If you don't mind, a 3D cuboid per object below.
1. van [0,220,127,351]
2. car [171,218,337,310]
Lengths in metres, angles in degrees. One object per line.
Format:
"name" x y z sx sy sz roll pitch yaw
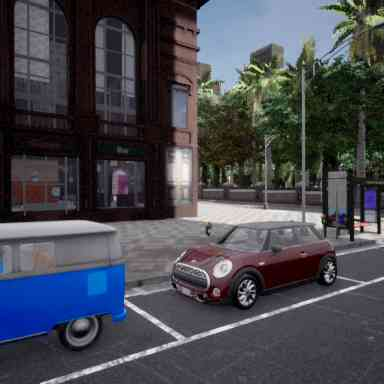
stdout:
"van" -2.909 1.341 4.579 3.998 1.788 1.690 0 0 -35
"car" 1.509 1.439 7.729 4.097 1.590 1.967 0 0 -35
